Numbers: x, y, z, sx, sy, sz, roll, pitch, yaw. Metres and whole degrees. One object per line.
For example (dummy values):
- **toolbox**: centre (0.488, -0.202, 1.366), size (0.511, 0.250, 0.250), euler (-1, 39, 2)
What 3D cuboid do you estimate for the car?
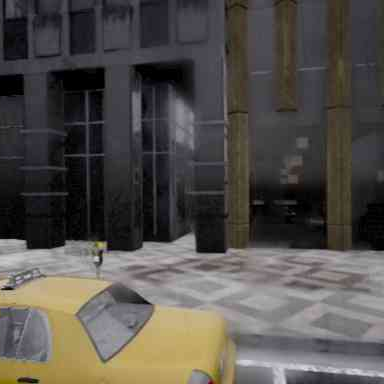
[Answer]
- **car**: centre (-1.993, 1.512, 3.520), size (4.829, 1.417, 1.752), euler (-1, 1, 11)
